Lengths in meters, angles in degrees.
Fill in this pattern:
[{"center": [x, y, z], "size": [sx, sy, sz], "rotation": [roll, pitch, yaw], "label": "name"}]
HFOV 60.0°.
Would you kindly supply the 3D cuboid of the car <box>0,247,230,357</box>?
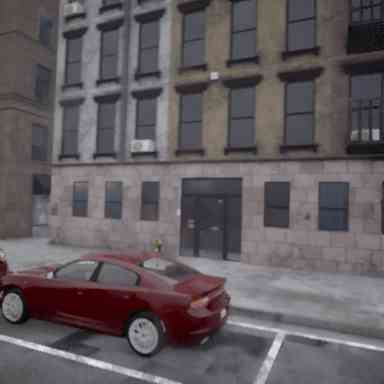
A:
[{"center": [-1.552, 1.752, 6.173], "size": [4.507, 1.381, 1.887], "rotation": [1, -2, 24], "label": "car"}]
